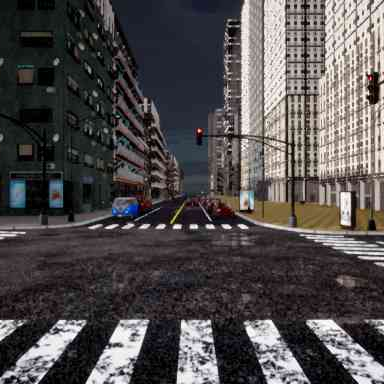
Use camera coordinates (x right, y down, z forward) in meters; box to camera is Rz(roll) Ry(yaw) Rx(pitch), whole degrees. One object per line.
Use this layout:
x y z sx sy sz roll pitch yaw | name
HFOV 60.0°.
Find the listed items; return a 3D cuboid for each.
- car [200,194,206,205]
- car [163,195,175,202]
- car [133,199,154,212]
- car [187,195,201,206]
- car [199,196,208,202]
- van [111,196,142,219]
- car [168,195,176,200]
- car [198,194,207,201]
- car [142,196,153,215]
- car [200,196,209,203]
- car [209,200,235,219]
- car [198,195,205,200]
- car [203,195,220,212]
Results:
2.671 1.468 56.086 1.967 1.590 4.097 0 0 0 | car
-5.720 1.492 78.193 1.967 1.590 4.097 0 0 0 | car
-5.702 1.560 39.501 1.887 1.381 4.507 0 0 0 | car
0.074 1.627 55.259 1.895 1.301 4.718 0 0 0 | car
2.660 1.633 78.197 1.802 1.307 4.206 0 0 0 | car
-5.696 1.351 28.445 1.690 1.788 3.998 0 0 0 | van
-5.729 1.639 94.777 1.947 1.339 4.313 0 0 0 | car
2.659 1.373 83.725 2.192 1.841 5.009 0 0 0 | car
-5.698 1.327 33.973 2.192 1.841 5.009 0 0 0 | car
2.662 1.590 72.669 1.887 1.381 4.507 0 0 0 | car
2.684 1.591 28.448 1.802 1.307 4.206 0 0 0 | car
2.651 1.655 94.780 1.802 1.307 4.206 0 0 0 | car
2.679 1.455 39.504 1.967 1.590 4.097 0 0 0 | car
